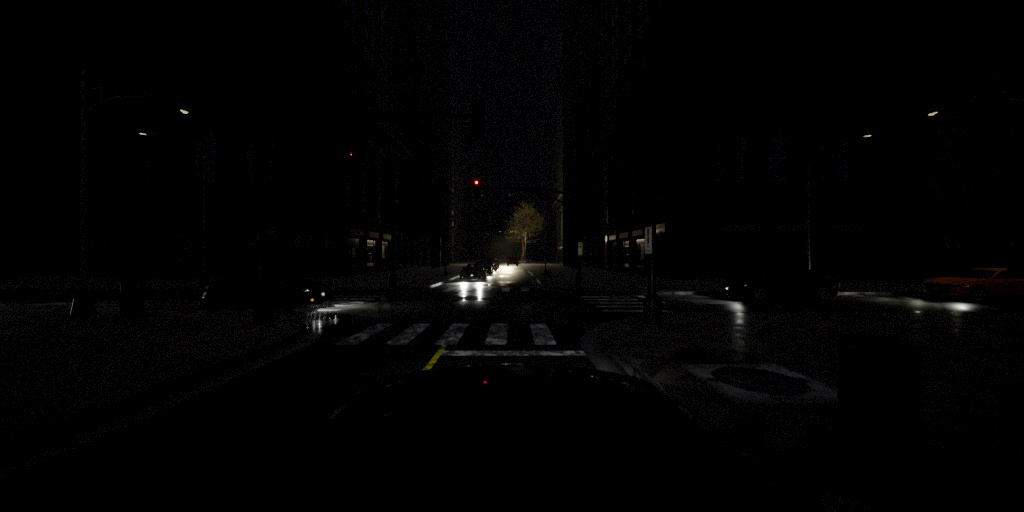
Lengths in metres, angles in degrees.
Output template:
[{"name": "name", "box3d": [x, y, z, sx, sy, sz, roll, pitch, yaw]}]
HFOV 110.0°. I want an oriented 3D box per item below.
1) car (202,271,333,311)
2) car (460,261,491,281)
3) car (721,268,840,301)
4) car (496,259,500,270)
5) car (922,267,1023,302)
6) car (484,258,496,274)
[{"name": "car", "box3d": [-9.259, 1.282, 13.786, 4.181, 1.385, 1.994, 0, 0, 0]}, {"name": "car", "box3d": [-3.092, 1.314, 29.564, 1.994, 1.385, 4.181, 0, 0, 0]}, {"name": "car", "box3d": [12.590, 1.297, 16.969, 4.892, 1.490, 1.837, 0, 0, 0]}, {"name": "car", "box3d": [-3.075, 1.115, 48.280, 2.097, 1.767, 4.553, 0, 0, 0]}, {"name": "car", "box3d": [22.545, 1.299, 16.960, 5.008, 1.535, 1.882, 0, 0, 0]}, {"name": "car", "box3d": [-3.089, 1.231, 38.634, 1.882, 1.535, 5.008, 0, 0, 0]}]
